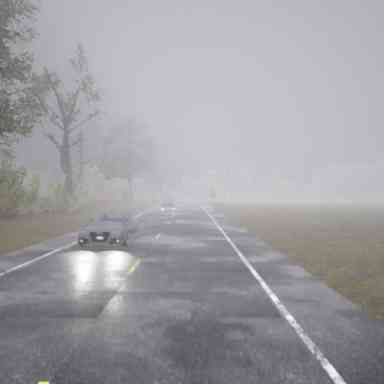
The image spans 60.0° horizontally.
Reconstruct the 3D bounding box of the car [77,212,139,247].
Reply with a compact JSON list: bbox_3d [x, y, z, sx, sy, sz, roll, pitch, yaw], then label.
[{"bbox_3d":[-3.594,1.591,14.923,1.994,1.385,4.181,0,0,0],"label":"car"}]

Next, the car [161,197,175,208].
[{"bbox_3d":[-3.527,1.575,49.830,1.837,1.490,4.892,0,1,1],"label":"car"}]
